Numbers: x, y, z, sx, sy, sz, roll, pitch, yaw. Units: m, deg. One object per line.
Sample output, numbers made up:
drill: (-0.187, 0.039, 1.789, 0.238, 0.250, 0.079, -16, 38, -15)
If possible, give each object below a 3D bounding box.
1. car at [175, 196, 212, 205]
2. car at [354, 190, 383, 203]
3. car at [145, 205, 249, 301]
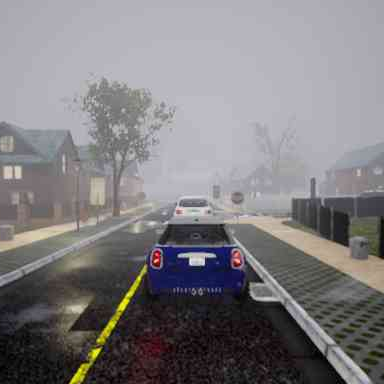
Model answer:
car: (0.086, 1.279, 20.716, 2.150, 2.045, 5.566, 0, 0, 0)
car: (17.324, 0.861, 32.160, 5.566, 2.045, 2.150, -1, 0, -2)
car: (0.095, 1.378, 8.565, 2.097, 1.767, 4.553, 0, 0, 0)
